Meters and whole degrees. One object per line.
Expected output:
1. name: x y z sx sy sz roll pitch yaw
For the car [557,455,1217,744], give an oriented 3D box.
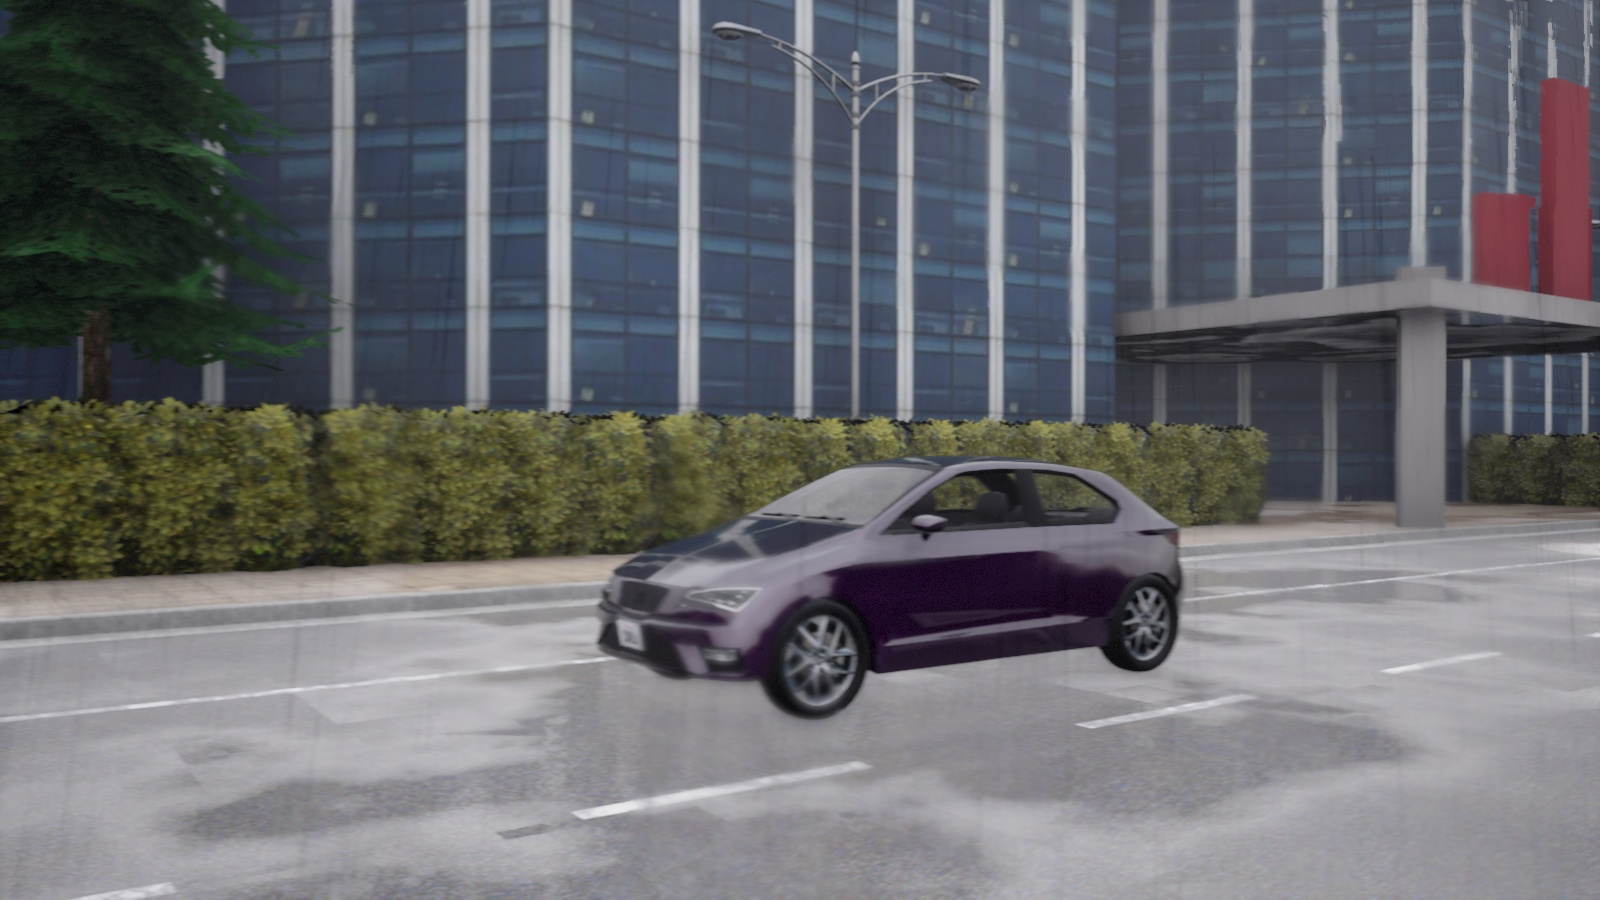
1. car: 0.701 0.778 8.411 4.193 1.474 1.816 0 0 -35
